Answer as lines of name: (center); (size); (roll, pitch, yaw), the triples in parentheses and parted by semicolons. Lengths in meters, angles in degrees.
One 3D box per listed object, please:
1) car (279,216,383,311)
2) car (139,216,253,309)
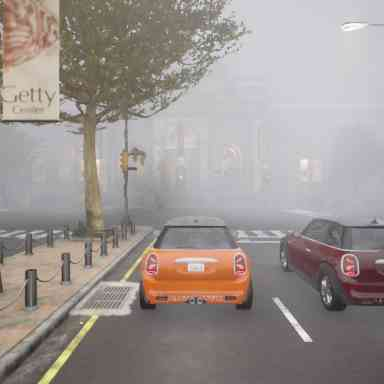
car: (3.584, 1.352, 7.907); (2.097, 1.767, 4.553); (0, 0, 0)
car: (0.084, 1.352, 8.003); (2.097, 1.767, 4.553); (0, 0, 0)
